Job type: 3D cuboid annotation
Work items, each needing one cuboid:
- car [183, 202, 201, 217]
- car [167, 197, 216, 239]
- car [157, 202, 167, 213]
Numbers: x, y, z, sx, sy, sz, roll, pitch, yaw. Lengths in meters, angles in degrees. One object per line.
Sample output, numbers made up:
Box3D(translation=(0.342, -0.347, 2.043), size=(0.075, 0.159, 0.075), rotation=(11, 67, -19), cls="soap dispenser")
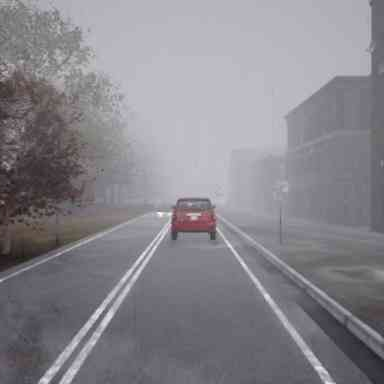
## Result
Box3D(translation=(0.025, 1.807, 35.985), size=(1.812, 1.442, 4.674), rotation=(0, -1, 0), cls="car")
Box3D(translation=(0.080, 1.287, 17.708), size=(2.150, 2.045, 5.566), rotation=(0, 0, 0), cls="car")
Box3D(translation=(-3.439, 1.970, 43.463), size=(1.994, 1.385, 4.181), rotation=(0, -1, 0), cls="car")
